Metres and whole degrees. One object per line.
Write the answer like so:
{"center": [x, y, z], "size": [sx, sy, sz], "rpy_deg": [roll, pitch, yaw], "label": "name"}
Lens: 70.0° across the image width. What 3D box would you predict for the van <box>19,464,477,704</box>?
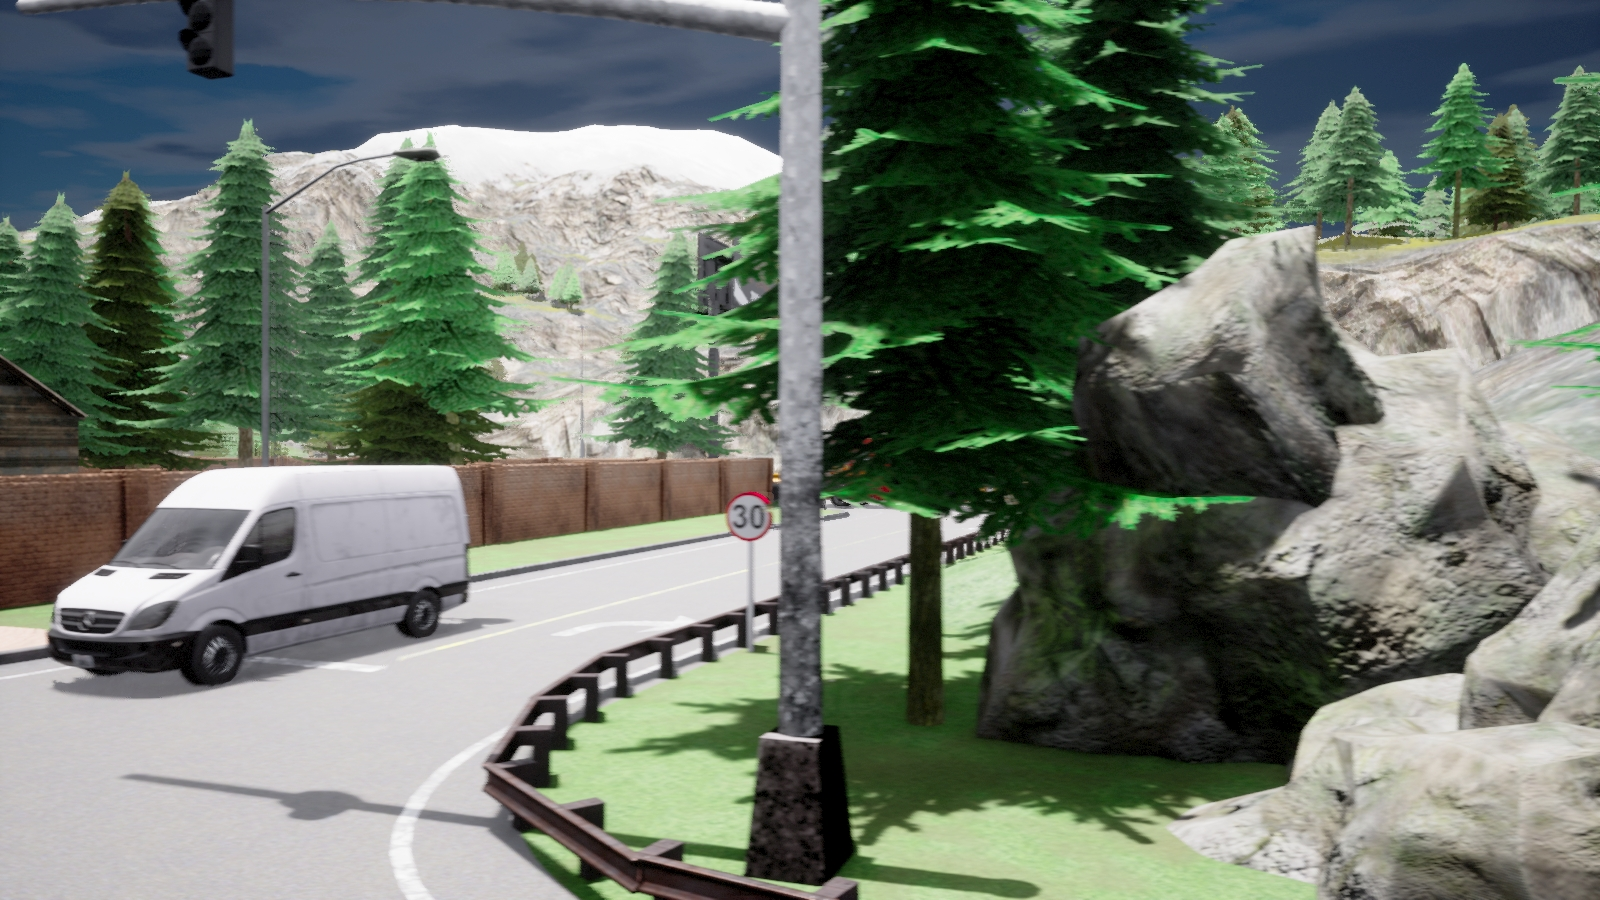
{"center": [-7.103, 1.515, 15.703], "size": [1.988, 2.561, 5.915], "rpy_deg": [0, 0, 21], "label": "van"}
